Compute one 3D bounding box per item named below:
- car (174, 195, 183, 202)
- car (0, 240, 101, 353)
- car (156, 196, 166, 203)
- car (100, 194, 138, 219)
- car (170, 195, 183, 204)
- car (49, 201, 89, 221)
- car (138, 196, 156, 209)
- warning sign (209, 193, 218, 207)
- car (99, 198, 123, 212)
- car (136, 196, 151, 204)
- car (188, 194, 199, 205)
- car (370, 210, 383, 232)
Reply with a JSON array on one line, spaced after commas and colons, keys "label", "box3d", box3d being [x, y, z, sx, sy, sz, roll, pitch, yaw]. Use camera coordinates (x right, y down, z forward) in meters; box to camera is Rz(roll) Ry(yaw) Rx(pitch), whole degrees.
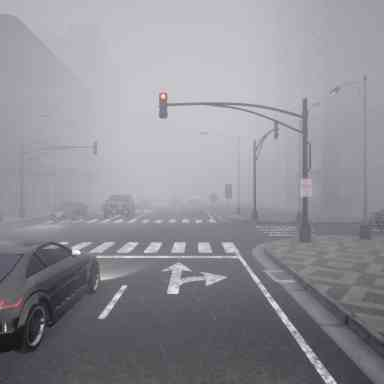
[{"label": "car", "box3d": [-3.042, 1.457, 74.192, 1.837, 1.490, 4.892, 0, 0, 0]}, {"label": "car", "box3d": [-3.133, 1.564, 6.139, 1.994, 1.385, 4.181, 0, 0, 0]}, {"label": "car", "box3d": [-6.318, 1.562, 67.475, 1.895, 1.301, 4.718, 0, 0, 0]}, {"label": "car", "box3d": [-6.407, 1.218, 29.563, 2.150, 2.045, 5.566, 0, 0, -3]}, {"label": "car", "box3d": [-2.981, 1.445, 61.102, 1.882, 1.535, 5.008, 0, 0, 0]}, {"label": "car", "box3d": [-9.777, 1.489, 26.840, 2.128, 1.511, 4.902, 0, 0, 0]}, {"label": "car", "box3d": [-6.475, 1.583, 45.196, 1.895, 1.301, 4.718, 0, 0, 0]}, {"label": "warning sign", "box3d": [2.975, 1.097, 46.286, 1.300, 1.860, 1.060, 0, 0, 0]}, {"label": "car", "box3d": [-9.739, 1.513, 40.367, 1.812, 1.442, 4.674, 0, 0, 0]}, {"label": "car", "box3d": [-9.590, 1.511, 65.877, 2.033, 1.411, 5.357, 0, 0, 1]}, {"label": "car", "box3d": [0.266, 1.569, 60.104, 1.895, 1.301, 4.718, 0, 0, 0]}, {"label": "car", "box3d": [12.285, 1.501, 17.991, 4.902, 1.511, 2.128, 0, 0, 1]}]
